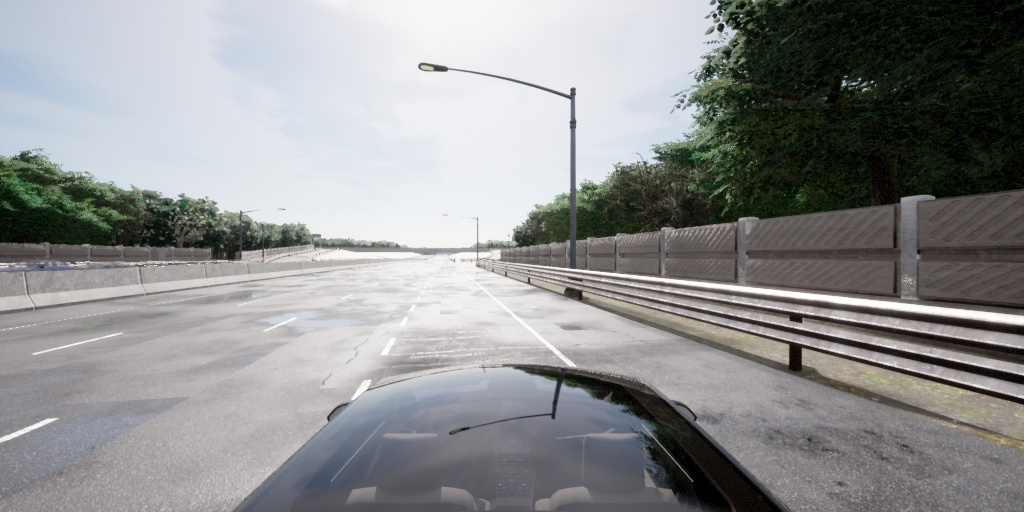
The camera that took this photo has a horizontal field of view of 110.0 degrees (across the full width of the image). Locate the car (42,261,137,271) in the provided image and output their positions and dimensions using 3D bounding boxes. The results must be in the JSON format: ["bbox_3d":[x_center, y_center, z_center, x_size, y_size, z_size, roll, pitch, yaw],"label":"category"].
[{"bbox_3d":[-29.207,1.265,25.302,1.837,1.490,4.892,0,0,-11],"label":"car"}]

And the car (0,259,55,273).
[{"bbox_3d":[-36.738,1.113,27.536,2.097,1.767,4.553,0,0,-10],"label":"car"}]
